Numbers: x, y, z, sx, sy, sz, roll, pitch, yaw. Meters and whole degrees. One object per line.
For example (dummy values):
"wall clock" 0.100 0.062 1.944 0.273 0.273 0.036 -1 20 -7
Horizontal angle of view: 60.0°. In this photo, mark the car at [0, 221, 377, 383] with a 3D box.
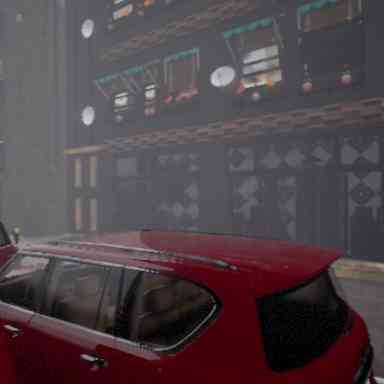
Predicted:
"car" -0.853 1.339 3.488 5.009 1.841 2.192 -1 -1 36
